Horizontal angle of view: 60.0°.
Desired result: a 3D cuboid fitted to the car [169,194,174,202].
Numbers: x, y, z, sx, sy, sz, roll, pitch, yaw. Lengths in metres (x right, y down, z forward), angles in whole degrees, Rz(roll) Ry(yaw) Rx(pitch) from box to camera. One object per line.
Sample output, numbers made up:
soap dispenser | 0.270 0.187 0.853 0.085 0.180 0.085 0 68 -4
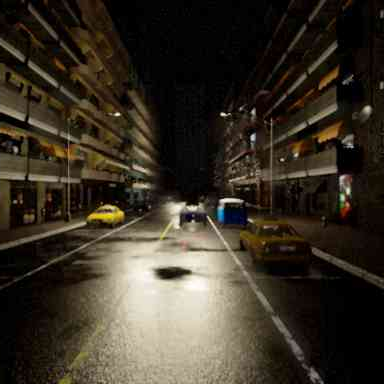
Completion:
car | -5.787 1.728 77.702 1.947 1.339 4.313 -1 0 0

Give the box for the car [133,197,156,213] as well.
car | -5.743 1.641 39.037 1.947 1.339 4.313 0 0 0

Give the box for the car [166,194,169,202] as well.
car | -5.769 1.563 61.132 1.967 1.590 4.097 -1 0 0

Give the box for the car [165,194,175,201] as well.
car | -5.801 1.504 88.748 2.192 1.841 5.009 -1 0 0

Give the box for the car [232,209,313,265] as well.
car | 2.669 1.546 11.587 1.752 1.417 4.829 0 0 0

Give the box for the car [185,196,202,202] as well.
car | 0.048 1.613 44.547 1.812 1.442 4.674 0 0 0

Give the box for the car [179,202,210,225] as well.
car | 0.071 1.646 24.238 1.895 1.301 4.718 0 0 0

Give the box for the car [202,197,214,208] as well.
car | 2.632 1.638 44.557 2.008 1.369 4.403 -1 0 0

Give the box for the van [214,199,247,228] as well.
van | 2.655 1.383 22.465 1.690 1.788 3.998 -1 0 0

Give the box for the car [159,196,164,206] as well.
car | -5.756 1.643 50.085 1.887 1.381 4.507 0 0 0

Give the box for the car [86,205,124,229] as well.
car | -5.724 1.567 22.297 1.752 1.417 4.829 0 0 0

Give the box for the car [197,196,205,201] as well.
car | 2.576 1.754 94.267 2.008 1.369 4.403 -1 0 0

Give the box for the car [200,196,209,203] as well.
car | 2.600 1.675 72.345 1.752 1.417 4.829 -1 0 0

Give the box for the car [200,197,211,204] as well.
car | 2.607 1.687 66.651 2.008 1.369 4.403 -1 0 0

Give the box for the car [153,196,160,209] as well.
car | -5.749 1.632 44.561 1.887 1.381 4.507 0 0 0

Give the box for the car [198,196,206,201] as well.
car | 2.582 1.734 88.744 1.887 1.381 4.507 -1 0 0

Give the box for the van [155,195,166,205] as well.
van | -5.764 1.452 55.608 1.690 1.788 3.998 -1 0 0
